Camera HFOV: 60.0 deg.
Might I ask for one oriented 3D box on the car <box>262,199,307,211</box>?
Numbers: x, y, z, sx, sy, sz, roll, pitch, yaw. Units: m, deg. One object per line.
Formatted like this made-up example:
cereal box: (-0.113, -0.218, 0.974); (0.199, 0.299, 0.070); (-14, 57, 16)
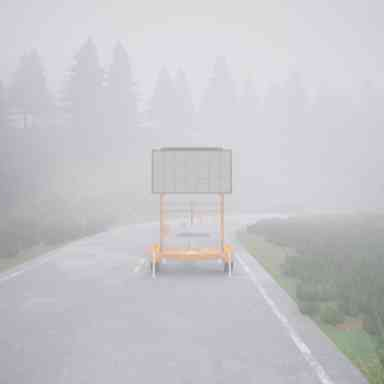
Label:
car: (9.406, 1.459, 33.812); (5.008, 1.535, 1.882); (1, -1, -24)

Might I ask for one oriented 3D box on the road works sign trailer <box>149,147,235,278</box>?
road works sign trailer: (-0.005, 0.457, 10.086); (2.380, 3.560, 2.880); (0, 0, 0)
